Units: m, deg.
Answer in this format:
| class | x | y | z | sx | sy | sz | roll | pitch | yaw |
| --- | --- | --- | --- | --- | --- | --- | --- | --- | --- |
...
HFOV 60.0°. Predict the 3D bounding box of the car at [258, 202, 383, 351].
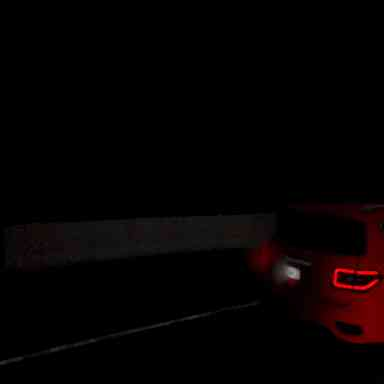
| class | x | y | z | sx | sy | sz | roll | pitch | yaw |
| --- | --- | --- | --- | --- | --- | --- | --- | --- | --- |
| car | 3.752 | 1.197 | 5.801 | 5.566 | 2.045 | 2.150 | 0 | 0 | -28 |
